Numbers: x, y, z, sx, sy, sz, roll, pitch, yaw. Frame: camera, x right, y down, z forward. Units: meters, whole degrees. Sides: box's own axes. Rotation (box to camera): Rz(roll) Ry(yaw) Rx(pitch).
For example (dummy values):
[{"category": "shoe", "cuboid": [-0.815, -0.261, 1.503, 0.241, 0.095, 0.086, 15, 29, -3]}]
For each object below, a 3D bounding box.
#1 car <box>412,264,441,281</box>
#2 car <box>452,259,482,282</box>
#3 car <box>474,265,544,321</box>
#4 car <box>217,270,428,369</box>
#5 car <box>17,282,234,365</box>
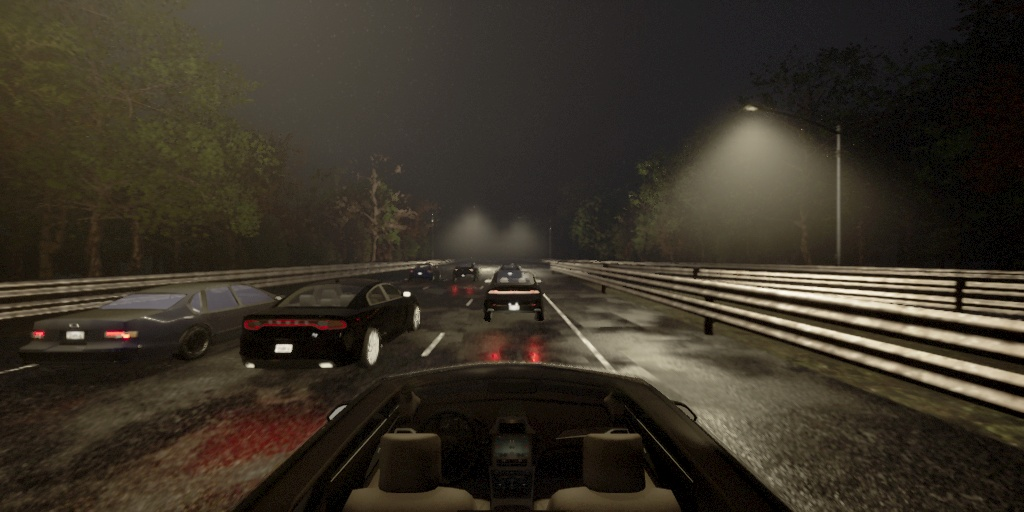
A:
[{"category": "car", "cuboid": [-7.193, 1.333, 29.869, 1.994, 1.385, 4.181, 0, 0, -1]}, {"category": "car", "cuboid": [-3.677, 1.258, 29.124, 2.128, 1.511, 4.902, 0, 0, -1]}, {"category": "car", "cuboid": [0.043, 1.244, 12.537, 2.128, 1.511, 4.902, 0, 0, 0]}, {"category": "car", "cuboid": [-3.427, 1.230, 7.842, 1.882, 1.535, 5.008, 0, 0, 0]}, {"category": "car", "cuboid": [-6.923, 1.301, 8.182, 2.033, 1.411, 5.357, 0, 0, 0]}]
